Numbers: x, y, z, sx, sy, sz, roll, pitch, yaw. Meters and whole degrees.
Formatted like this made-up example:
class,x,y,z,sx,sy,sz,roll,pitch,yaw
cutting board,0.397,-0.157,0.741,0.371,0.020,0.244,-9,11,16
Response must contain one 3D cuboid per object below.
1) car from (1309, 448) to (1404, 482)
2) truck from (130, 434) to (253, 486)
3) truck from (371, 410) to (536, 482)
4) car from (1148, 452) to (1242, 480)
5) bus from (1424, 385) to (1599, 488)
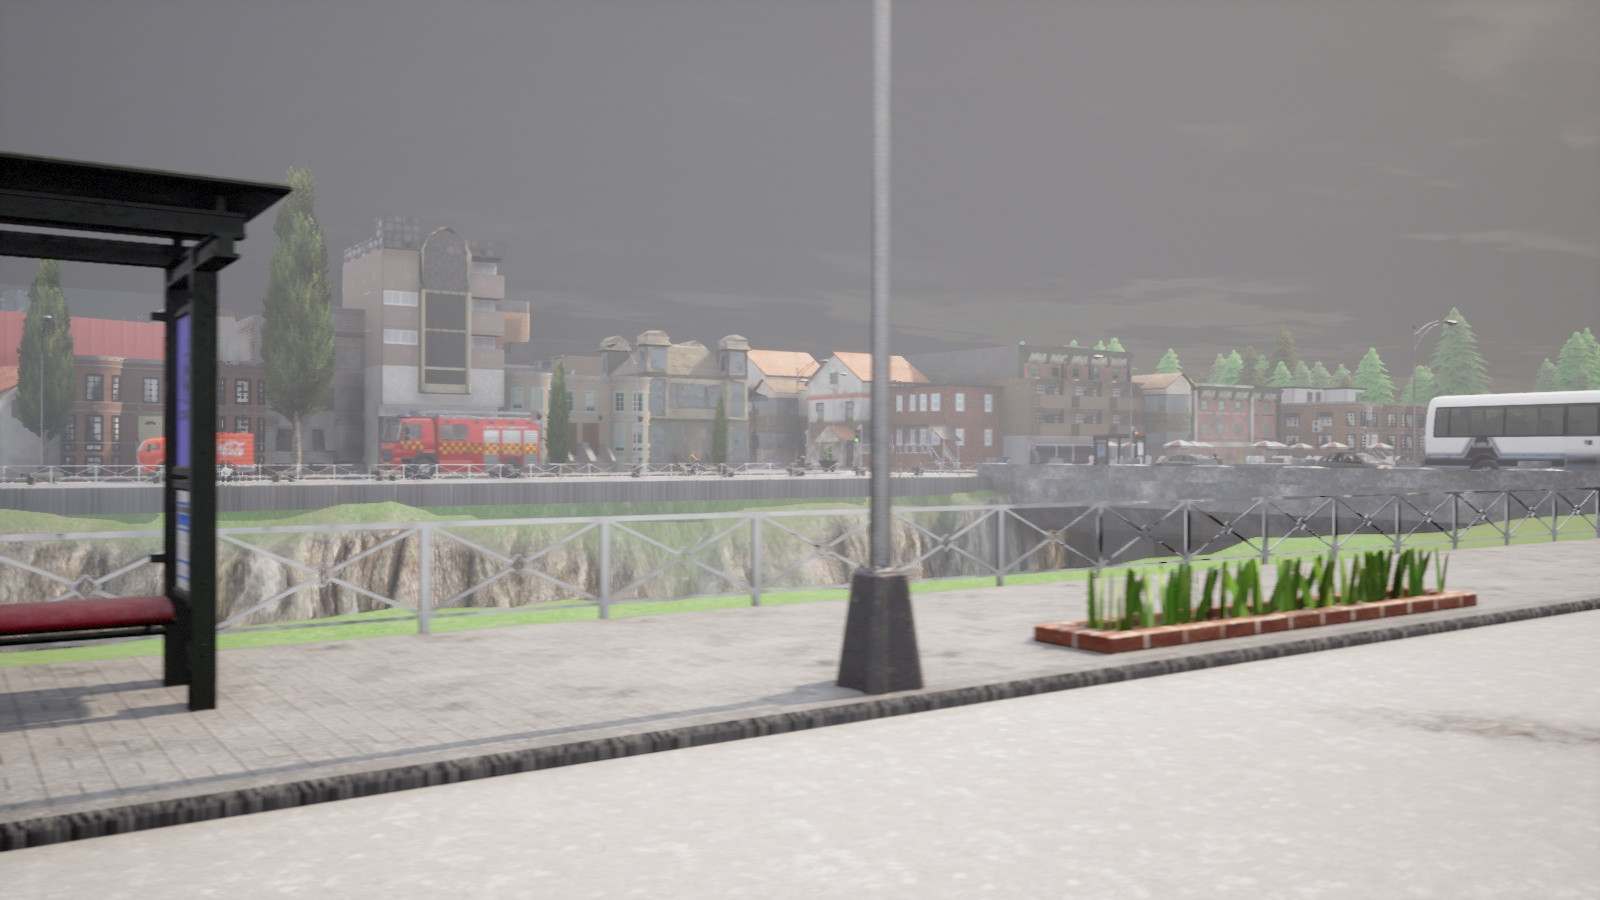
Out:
class,x,y,z,sx,sy,sz,roll,pitch,yaw
car,27.814,0.738,62.860,1.851,1.617,3.988,0,0,-33
truck,-30.531,0.473,63.045,5.204,2.467,2.627,0,0,-34
truck,-19.466,-0.205,70.789,8.468,3.827,2.891,0,0,-35
car,22.207,0.876,70.769,1.837,1.490,4.892,0,0,-36
bus,33.377,-0.568,54.928,3.944,4.253,10.273,0,0,-33
